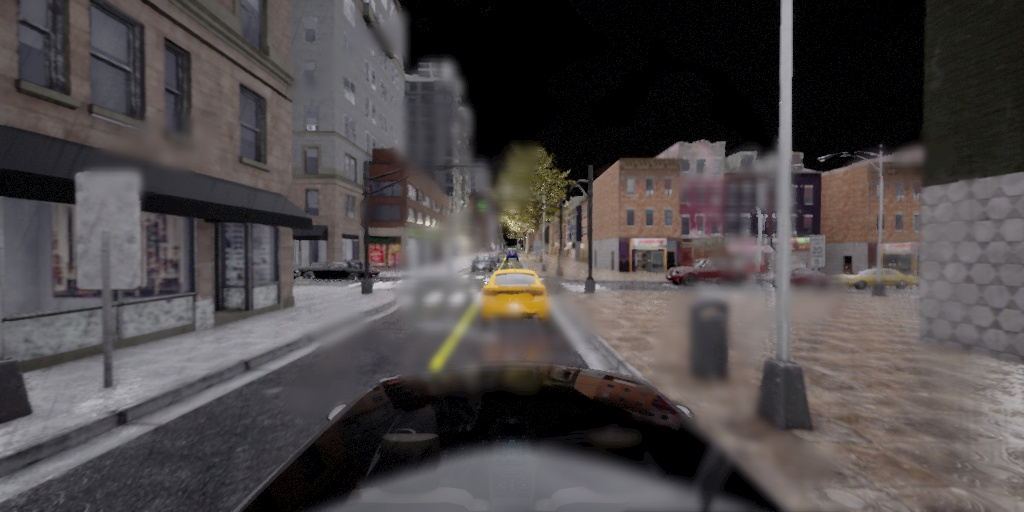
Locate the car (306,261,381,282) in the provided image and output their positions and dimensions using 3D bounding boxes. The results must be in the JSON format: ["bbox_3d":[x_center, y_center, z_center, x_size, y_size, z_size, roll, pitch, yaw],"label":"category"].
[{"bbox_3d":[-11.287,0.990,23.523,4.718,1.301,1.895,1,1,3],"label":"car"}]

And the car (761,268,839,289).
[{"bbox_3d":[18.099,1.411,23.251,4.207,1.307,1.802,0,0,0],"label":"car"}]

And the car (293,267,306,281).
[{"bbox_3d":[-14.874,0.974,20.552,4.718,1.301,1.895,1,1,0],"label":"car"}]

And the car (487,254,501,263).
[{"bbox_3d":[-2.813,0.384,55.662,1.895,1.301,4.718,0,2,0],"label":"car"}]

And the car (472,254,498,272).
[{"bbox_3d":[-2.849,0.778,35.822,2.128,1.511,4.902,0,1,1],"label":"car"}]

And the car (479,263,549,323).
[{"bbox_3d":[0.094,1.169,11.872,1.882,1.535,5.008,0,0,0],"label":"car"}]

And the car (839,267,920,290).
[{"bbox_3d":[23.331,1.432,23.260,4.829,1.417,1.751,0,0,0],"label":"car"}]

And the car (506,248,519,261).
[{"bbox_3d":[0.081,-0.255,64.626,2.150,2.045,5.566,0,2,0],"label":"car"}]

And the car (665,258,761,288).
[{"bbox_3d":[12.697,1.067,23.240,5.009,1.841,2.192,0,0,0],"label":"car"}]

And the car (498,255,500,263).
[{"bbox_3d":[-2.857,0.646,45.663,1.895,1.301,4.718,0,1,0],"label":"car"}]
